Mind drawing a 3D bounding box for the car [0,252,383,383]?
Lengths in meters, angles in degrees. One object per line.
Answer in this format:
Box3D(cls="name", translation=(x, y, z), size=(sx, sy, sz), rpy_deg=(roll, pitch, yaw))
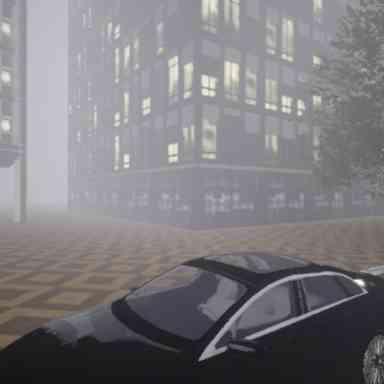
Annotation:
Box3D(cls="car", translation=(0.453, 1.516, 3.699), size=(4.902, 1.511, 2.128), rpy_deg=(1, 0, -35))
